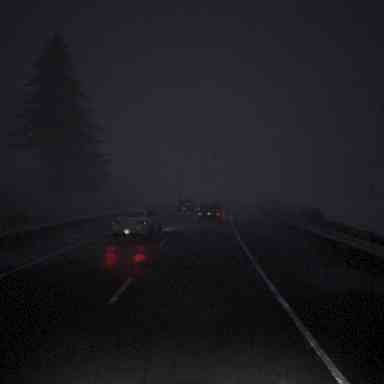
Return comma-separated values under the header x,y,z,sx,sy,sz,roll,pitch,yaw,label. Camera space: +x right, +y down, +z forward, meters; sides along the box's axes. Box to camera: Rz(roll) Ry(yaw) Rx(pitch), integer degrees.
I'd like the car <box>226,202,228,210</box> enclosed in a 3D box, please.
x,y,z,sx,sy,sz,roll,pitch,yaw,label
3.607,1.613,42.533,1.895,1.301,4.718,0,0,9,car

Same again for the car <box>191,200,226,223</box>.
x,y,z,sx,sy,sz,roll,pitch,yaw,label
1.392,1.554,25.250,2.033,1.411,5.357,0,0,5,car

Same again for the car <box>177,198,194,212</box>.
x,y,z,sx,sy,sz,roll,pitch,yaw,label
-0.517,1.511,38.638,1.837,1.490,4.892,0,0,8,car

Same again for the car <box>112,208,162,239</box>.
x,y,z,sx,sy,sz,roll,pitch,yaw,label
-2.754,1.526,17.122,1.812,1.442,4.674,0,0,4,car
